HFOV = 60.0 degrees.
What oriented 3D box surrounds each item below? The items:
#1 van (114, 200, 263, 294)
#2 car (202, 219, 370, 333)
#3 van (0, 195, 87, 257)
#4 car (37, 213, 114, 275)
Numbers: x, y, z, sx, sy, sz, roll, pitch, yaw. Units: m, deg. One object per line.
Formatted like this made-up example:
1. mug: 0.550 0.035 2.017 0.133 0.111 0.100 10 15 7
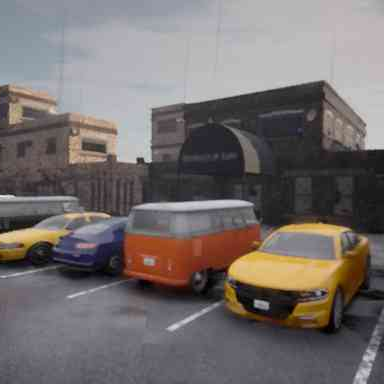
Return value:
1. van: 0.344 1.226 8.853 1.878 1.987 4.442 0 0 36
2. car: 2.523 1.468 7.162 2.097 1.535 5.008 0 0 36
3. van: -6.391 1.181 13.658 1.878 1.987 4.442 0 0 36
4. car: -1.971 1.476 10.358 2.002 1.452 4.674 0 0 36
